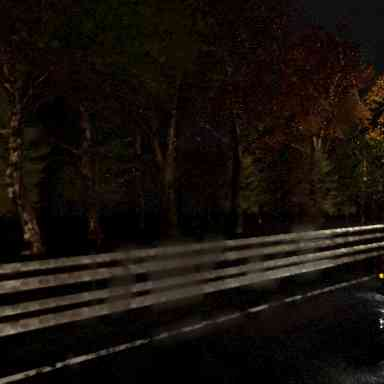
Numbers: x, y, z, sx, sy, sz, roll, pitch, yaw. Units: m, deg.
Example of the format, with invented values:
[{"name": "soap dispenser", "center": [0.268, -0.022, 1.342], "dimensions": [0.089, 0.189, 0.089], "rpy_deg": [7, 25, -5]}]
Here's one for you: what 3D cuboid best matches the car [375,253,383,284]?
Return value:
[{"name": "car", "center": [6.399, 1.632, 8.256], "dimensions": [4.181, 1.385, 1.994], "rpy_deg": [1, 0, -36]}]
